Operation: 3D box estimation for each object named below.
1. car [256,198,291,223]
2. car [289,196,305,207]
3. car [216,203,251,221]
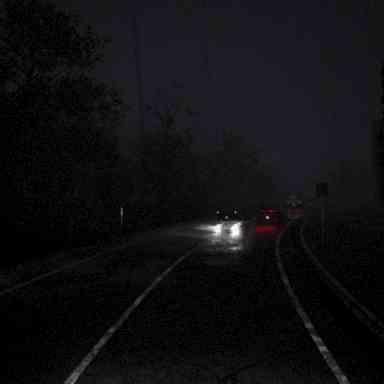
[{"bbox_3d":[6.154,1.489,25.462,1.837,1.490,4.892,-2,0,22],"label":"car"},{"bbox_3d":[12.854,1.157,41.016,1.895,1.301,4.718,-2,1,24],"label":"car"},{"bbox_3d":[3.594,1.656,28.504,1.895,1.301,4.718,-2,0,23],"label":"car"}]
